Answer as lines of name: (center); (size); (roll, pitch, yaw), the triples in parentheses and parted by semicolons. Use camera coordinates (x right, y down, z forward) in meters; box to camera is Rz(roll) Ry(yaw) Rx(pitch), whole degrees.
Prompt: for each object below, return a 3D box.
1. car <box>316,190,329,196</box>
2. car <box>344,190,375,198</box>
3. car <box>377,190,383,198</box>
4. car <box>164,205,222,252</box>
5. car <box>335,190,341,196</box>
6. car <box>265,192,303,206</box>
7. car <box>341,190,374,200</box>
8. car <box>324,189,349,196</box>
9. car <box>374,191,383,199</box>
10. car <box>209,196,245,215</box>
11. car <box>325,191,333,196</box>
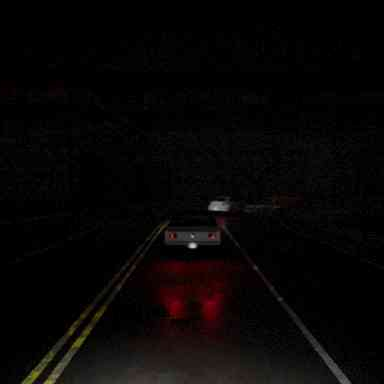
car: (32.861, 0.335, 83.790); (1.970, 1.475, 3.806); (0, 1, 1)
car: (29.365, 0.347, 58.409); (1.853, 1.218, 4.536); (-1, 1, -29)
car: (32.453, 0.382, 56.239); (1.853, 1.218, 4.536); (1, 1, 31)
car: (0.046, 1.391, 12.826); (1.895, 1.301, 4.718); (0, 1, 1)
car: (33.907, 0.031, 77.914); (1.853, 1.218, 4.536); (-1, 1, -34)
car: (11.186, 0.821, 40.368); (5.008, 1.535, 1.882); (0, 1, -27)
car: (29.391, 0.505, 58.366); (2.038, 1.542, 4.974); (-1, 1, -29)
car: (33.878, 0.188, 77.959); (2.038, 1.542, 4.974); (-1, 1, -34)
car: (32.427, 0.540, 56.197); (2.038, 1.542, 4.974); (1, 1, 31)
car: (2.969, 1.067, 28.144); (1.812, 1.442, 4.674); (0, 1, 28)
car: (29.869, 0.200, 77.222); (4.974, 1.542, 2.038); (-1, 1, -39)
